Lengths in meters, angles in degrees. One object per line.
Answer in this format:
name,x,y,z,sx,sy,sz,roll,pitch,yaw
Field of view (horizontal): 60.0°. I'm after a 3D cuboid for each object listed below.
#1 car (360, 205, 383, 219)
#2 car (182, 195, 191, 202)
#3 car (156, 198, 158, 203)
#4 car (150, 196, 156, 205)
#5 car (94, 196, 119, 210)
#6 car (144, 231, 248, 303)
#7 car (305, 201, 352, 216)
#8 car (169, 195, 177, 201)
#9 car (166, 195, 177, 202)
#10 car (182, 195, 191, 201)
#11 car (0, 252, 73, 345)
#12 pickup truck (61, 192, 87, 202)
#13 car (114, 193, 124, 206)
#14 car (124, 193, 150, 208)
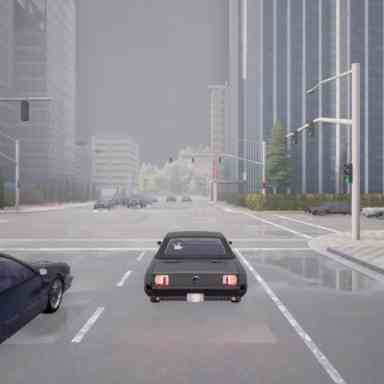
car,16.937,1.601,28.066,4.718,1.301,1.895,0,0,0
car,-1.231,1.553,75.009,1.994,1.385,4.181,0,0,-1
car,-8.131,1.564,67.973,1.994,1.385,4.181,0,0,0
car,-8.054,1.352,57.927,2.097,1.767,4.553,0,0,-1
car,-11.343,1.564,43.330,1.994,1.385,4.181,0,0,-1
car,0.066,1.601,8.164,1.895,1.301,4.718,0,0,0
car,13.582,1.547,31.573,5.357,1.411,2.033,0,0,-3
car,-4.888,1.524,84.716,1.812,1.442,4.674,0,0,-1
car,-4.721,1.500,74.548,1.837,1.490,4.892,0,0,-1
car,-1.389,1.540,84.784,2.033,1.411,5.357,0,0,-1
car,-3.436,1.547,4.568,2.033,1.411,5.357,0,0,0
pickup truck,-24.771,1.058,69.220,2.390,2.098,6.274,0,0,30
car,-11.489,1.216,53.136,2.150,2.045,5.566,0,1,-1
car,-7.924,1.221,48.177,2.150,2.045,5.566,0,0,-1
